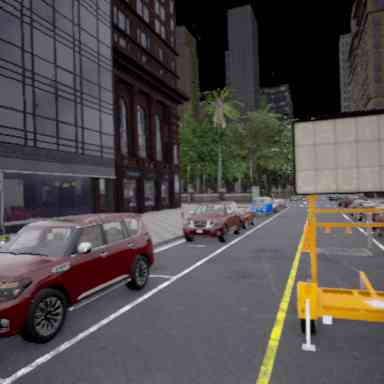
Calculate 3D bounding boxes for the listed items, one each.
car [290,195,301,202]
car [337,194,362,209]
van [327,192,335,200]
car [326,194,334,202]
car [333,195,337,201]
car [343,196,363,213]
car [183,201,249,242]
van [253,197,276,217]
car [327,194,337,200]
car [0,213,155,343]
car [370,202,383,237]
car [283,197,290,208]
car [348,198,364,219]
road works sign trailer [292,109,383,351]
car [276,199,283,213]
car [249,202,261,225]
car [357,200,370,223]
[{"bbox_3d":[23.655,1.526,77.616,2.008,1.369,4.403,-2,-1,20],"label":"car"},{"bbox_3d":[16.742,1.119,34.600,2.192,1.841,5.009,-2,-1,20],"label":"car"},{"bbox_3d":[35.405,1.012,84.791,1.690,1.788,3.998,-2,-1,20],"label":"van"},{"bbox_3d":[29.746,1.281,69.547,1.947,1.339,4.313,-2,-1,20],"label":"car"},{"bbox_3d":[20.532,1.346,44.768,1.947,1.339,4.313,-2,-1,20],"label":"car"},{"bbox_3d":[14.918,1.340,29.672,1.752,1.417,4.829,-2,-1,20],"label":"car"},{"bbox_3d":[1.197,1.436,17.241,2.192,1.841,5.009,-2,-1,20],"label":"car"},{"bbox_3d":[6.871,1.430,32.499,1.690,1.788,3.998,-2,-1,20],"label":"van"},{"bbox_3d":[33.582,1.211,79.868,1.752,1.417,4.829,-2,-1,20],"label":"car"},{"bbox_3d":[-2.585,1.460,7.070,2.192,1.841,5.009,-2,-1,20],"label":"car"},{"bbox_3d":[9.184,1.287,14.259,1.967,1.590,4.097,-2,-1,20],"label":"car"},{"bbox_3d":[12.553,1.636,47.754,1.802,1.307,4.206,-2,-1,20],"label":"car"},{"bbox_3d":[12.969,1.376,24.427,2.008,1.369,4.403,-2,-1,20],"label":"car"},{"bbox_3d":[3.031,0.422,5.714,2.380,3.560,2.880,-2,-1,20],"label":"road works sign trailer"},{"bbox_3d":[8.766,1.518,37.584,1.967,1.590,4.097,-2,-1,20],"label":"car"},{"bbox_3d":[3.096,1.655,22.324,1.887,1.381,4.507,-2,-1,20],"label":"car"},{"bbox_3d":[11.077,1.381,19.343,1.887,1.381,4.507,-2,-1,20],"label":"car"}]
